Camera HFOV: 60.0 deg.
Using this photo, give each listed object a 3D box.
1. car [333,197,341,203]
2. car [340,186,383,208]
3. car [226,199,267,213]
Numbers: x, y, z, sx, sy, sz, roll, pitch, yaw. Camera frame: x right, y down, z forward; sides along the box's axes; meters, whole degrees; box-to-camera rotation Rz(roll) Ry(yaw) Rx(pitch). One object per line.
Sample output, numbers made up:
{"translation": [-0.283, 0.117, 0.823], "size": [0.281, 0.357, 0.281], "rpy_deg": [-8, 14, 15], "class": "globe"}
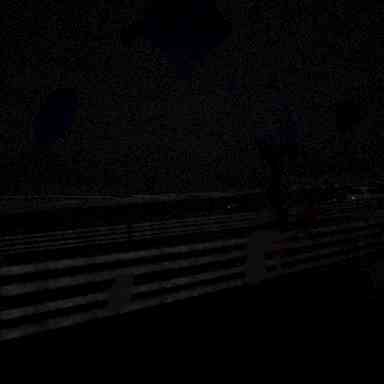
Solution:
{"translation": [17.317, 0.735, 35.061], "size": [4.718, 1.301, 1.895], "rpy_deg": [-4, 2, -21], "class": "car"}
{"translation": [17.180, 0.469, 31.249], "size": [5.566, 2.045, 2.150], "rpy_deg": [-4, 2, -21], "class": "car"}
{"translation": [5.559, 1.364, 34.242], "size": [4.181, 1.385, 1.994], "rpy_deg": [-4, 2, -21], "class": "car"}
